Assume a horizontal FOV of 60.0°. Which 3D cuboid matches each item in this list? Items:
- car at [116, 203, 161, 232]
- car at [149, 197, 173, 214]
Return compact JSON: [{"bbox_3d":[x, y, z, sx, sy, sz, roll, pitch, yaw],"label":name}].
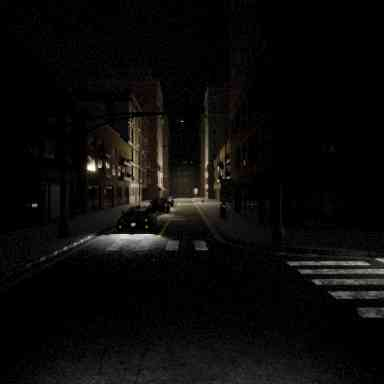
[{"bbox_3d":[-3.173,1.561,19.816,1.994,1.385,4.181,0,0,-1],"label":"car"},{"bbox_3d":[-3.400,1.339,35.081,2.097,1.767,4.553,0,0,-1],"label":"car"}]
